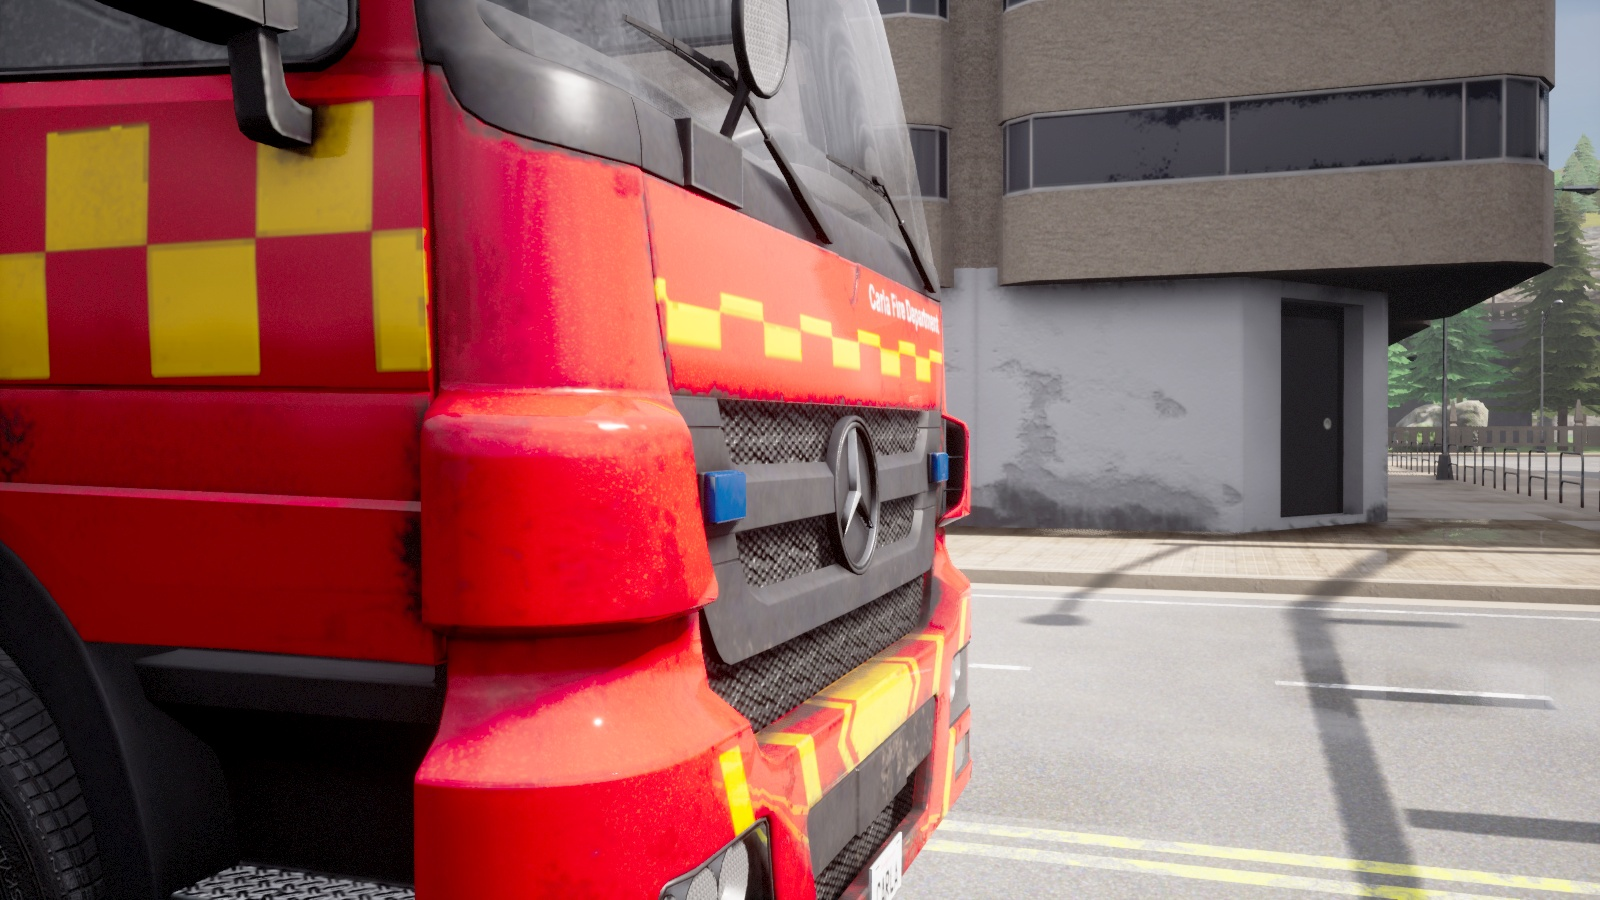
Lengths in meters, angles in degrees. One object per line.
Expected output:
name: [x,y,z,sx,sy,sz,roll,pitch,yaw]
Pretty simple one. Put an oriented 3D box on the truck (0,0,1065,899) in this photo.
truck: [-3.556,-0.422,4.371,8.468,3.827,2.891,1,1,19]
